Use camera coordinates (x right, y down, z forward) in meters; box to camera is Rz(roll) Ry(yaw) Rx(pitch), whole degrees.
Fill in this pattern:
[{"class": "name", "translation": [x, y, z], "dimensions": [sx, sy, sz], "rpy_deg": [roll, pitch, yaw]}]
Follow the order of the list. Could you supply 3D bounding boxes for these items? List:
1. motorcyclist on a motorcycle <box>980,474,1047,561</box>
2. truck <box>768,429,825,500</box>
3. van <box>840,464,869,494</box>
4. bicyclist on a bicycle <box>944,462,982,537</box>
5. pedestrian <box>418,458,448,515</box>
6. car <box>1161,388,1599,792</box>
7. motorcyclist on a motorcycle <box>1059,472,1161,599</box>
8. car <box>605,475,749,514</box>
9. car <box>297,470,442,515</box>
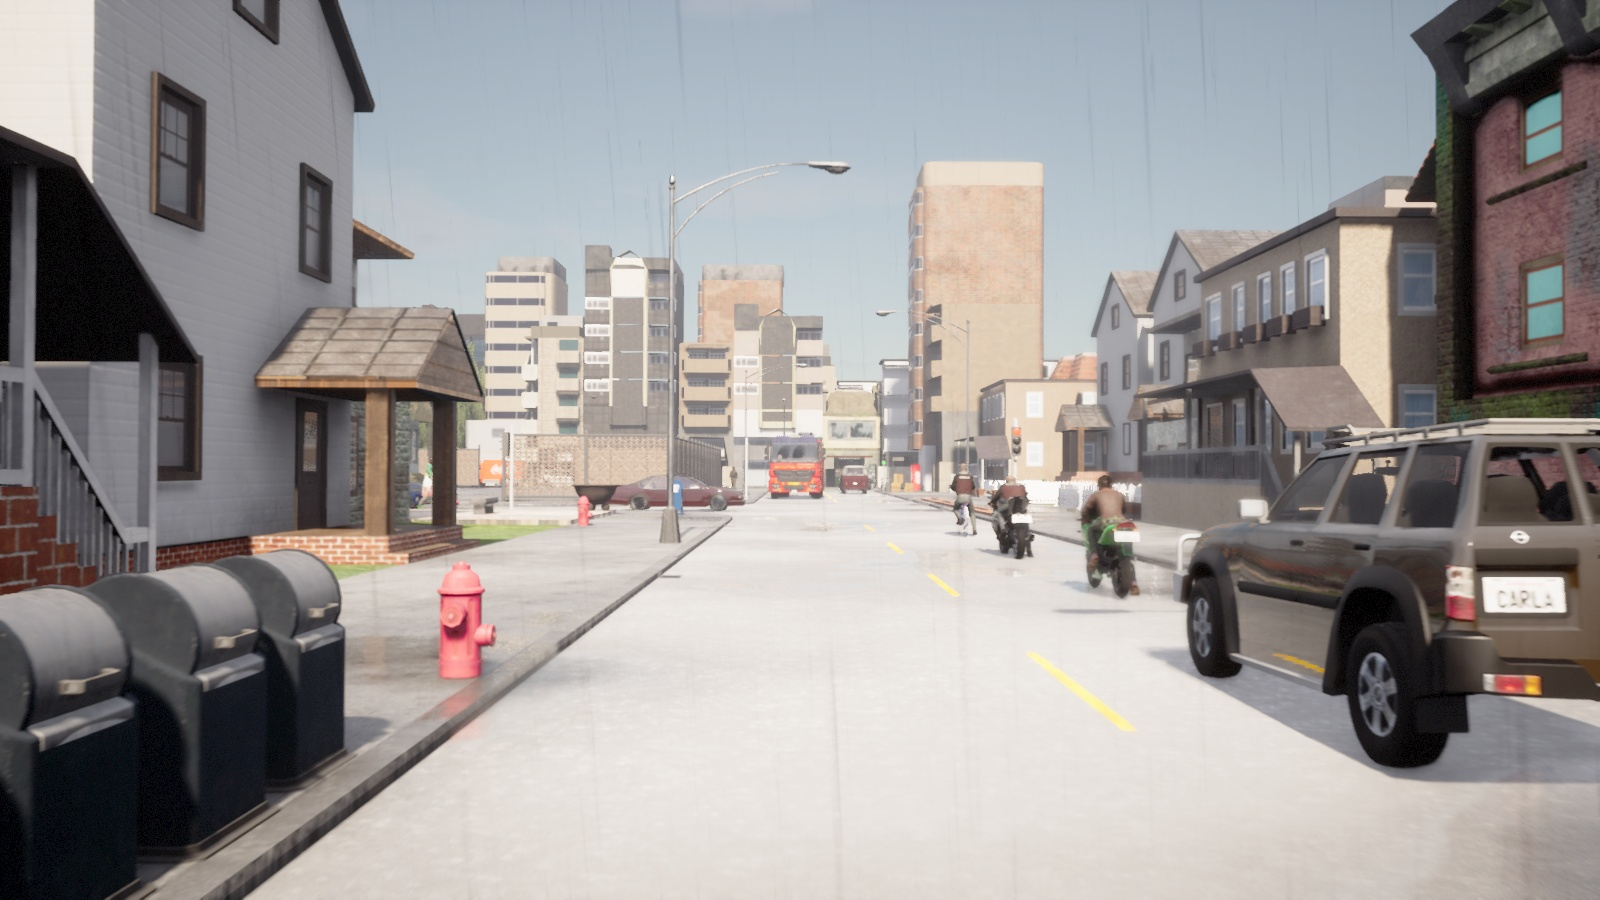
[{"class": "motorcyclist on a motorcycle", "translation": [3.939, 1.224, 23.382], "dimensions": [0.866, 1.530, 2.191], "rpy_deg": [0, -1, 0]}, {"class": "truck", "translation": [-0.114, 0.868, 72.985], "dimensions": [2.891, 3.827, 8.468], "rpy_deg": [0, -1, 3]}, {"class": "van", "translation": [3.774, 2.017, 87.783], "dimensions": [1.775, 1.987, 4.442], "rpy_deg": [0, -1, 0]}, {"class": "bicyclist on a bicycle", "translation": [3.935, 1.178, 30.472], "dimensions": [0.659, 1.776, 1.843], "rpy_deg": [0, -1, -1]}, {"class": "pedestrian", "translation": [-12.795, 1.267, 43.783], "dimensions": [0.873, 1.952, 0.659], "rpy_deg": [0, -1, 0]}, {"class": "car", "translation": [3.979, 0.744, 8.098], "dimensions": [1.932, 1.855, 4.605], "rpy_deg": [0, -3, 0]}, {"class": "motorcyclist on a motorcycle", "translation": [3.958, 1.051, 16.190], "dimensions": [0.797, 1.523, 2.044], "rpy_deg": [0, -1, 0]}, {"class": "car", "translation": [-4.662, 1.685, 48.203], "dimensions": [5.357, 1.411, 2.033], "rpy_deg": [0, -1, -2]}, {"class": "car", "translation": [-16.439, 1.613, 48.120], "dimensions": [4.856, 1.649, 2.033], "rpy_deg": [0, -1, 0]}]
